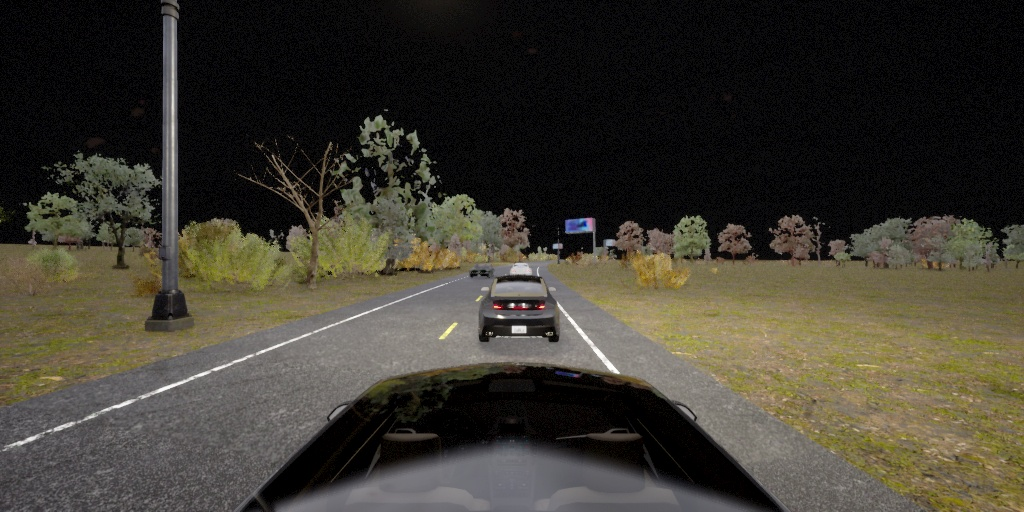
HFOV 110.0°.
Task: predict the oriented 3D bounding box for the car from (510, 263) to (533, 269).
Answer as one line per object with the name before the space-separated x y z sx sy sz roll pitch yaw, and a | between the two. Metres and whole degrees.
car | 0.776 1.295 30.293 1.812 1.442 4.674 0 0 3

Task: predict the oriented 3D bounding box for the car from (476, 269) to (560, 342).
car | 0.182 1.258 9.749 1.837 1.490 4.892 0 0 1

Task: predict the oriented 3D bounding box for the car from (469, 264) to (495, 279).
car | -2.736 1.375 33.171 1.895 1.301 4.718 0 0 3
